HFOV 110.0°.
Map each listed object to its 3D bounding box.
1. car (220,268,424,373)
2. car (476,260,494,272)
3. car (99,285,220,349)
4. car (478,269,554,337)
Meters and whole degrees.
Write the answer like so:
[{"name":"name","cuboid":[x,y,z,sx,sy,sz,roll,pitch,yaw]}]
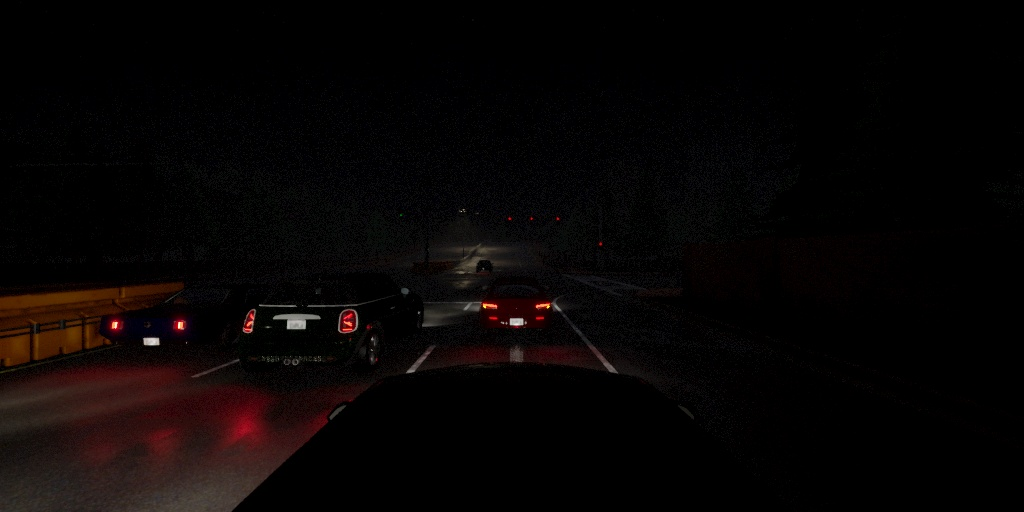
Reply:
[{"name":"car","cuboid":[-3.398,1.102,7.775,2.097,1.767,4.553,0,0,0]},{"name":"car","cuboid":[-3.397,1.255,45.011,1.837,1.490,4.892,0,0,0]},{"name":"car","cuboid":[-6.900,1.351,9.090,1.895,1.301,4.718,0,0,0]},{"name":"car","cuboid":[0.100,1.276,10.164,1.812,1.442,4.674,0,0,0]}]
